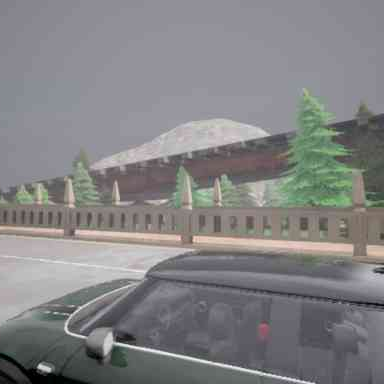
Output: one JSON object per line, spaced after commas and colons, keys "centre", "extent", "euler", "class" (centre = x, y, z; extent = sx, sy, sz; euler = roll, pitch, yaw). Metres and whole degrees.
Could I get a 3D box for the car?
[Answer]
{"centre": [0.159, 1.351, 3.028], "extent": [4.553, 1.767, 2.097], "euler": [0, 0, 24], "class": "car"}
